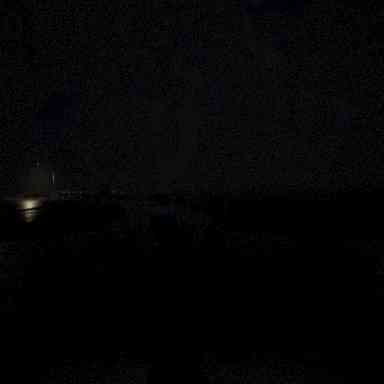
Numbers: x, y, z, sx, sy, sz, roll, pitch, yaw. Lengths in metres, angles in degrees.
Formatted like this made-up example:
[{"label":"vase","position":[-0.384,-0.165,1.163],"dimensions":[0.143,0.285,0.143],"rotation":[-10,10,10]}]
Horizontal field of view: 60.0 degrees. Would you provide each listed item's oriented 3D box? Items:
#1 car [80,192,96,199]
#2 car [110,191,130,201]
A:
[{"label":"car","position":[-18.935,0.678,61.747],"dimensions":[4.718,1.301,1.895],"rotation":[0,2,41]},{"label":"car","position":[-11.896,0.585,54.029],"dimensions":[1.882,1.535,5.008],"rotation":[-2,1,-38]}]
